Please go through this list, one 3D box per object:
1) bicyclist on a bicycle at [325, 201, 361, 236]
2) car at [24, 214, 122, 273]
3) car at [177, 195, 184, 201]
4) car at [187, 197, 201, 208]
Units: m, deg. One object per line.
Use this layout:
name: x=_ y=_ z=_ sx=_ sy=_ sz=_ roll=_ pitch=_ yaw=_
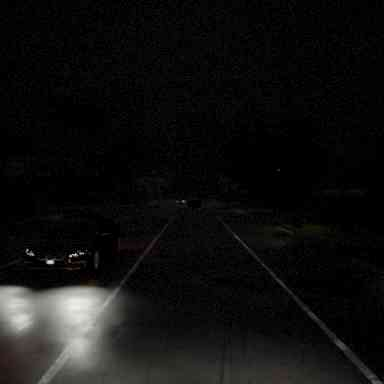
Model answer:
bicyclist on a bicycle: x=6.946 y=1.252 z=15.319 sx=1.656 sy=1.620 sz=0.582 roll=0 pitch=0 yaw=0
car: x=-3.546 y=1.511 z=10.771 sx=1.837 sy=1.490 sz=4.892 roll=0 pitch=0 yaw=0
car: x=-3.124 y=1.583 z=90.788 sx=1.882 sy=1.535 sz=5.008 roll=0 pitch=0 yaw=0
car: x=0.312 y=1.508 z=49.393 sx=1.882 sy=1.535 sz=5.008 roll=0 pitch=0 yaw=0
